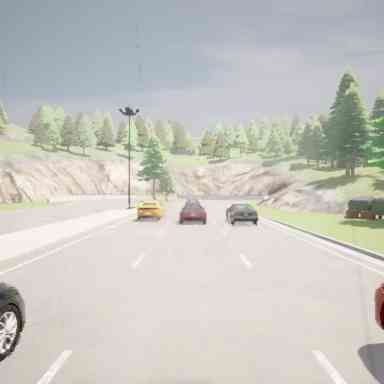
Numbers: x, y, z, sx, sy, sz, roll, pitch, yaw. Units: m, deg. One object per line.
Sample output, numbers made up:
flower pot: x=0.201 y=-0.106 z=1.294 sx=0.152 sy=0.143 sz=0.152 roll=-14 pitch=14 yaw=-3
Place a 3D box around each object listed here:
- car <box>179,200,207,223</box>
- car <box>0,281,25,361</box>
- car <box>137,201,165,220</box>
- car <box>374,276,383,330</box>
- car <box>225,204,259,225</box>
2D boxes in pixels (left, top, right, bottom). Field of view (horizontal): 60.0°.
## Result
car: x=0.081 y=1.564 z=25.408 sx=1.994 sy=1.385 sz=4.181 roll=0 pitch=0 yaw=0
car: x=-3.404 y=1.503 z=3.023 sx=1.837 sy=1.490 sz=4.892 roll=0 pitch=-1 yaw=0
car: x=-3.413 y=1.477 z=28.167 sx=1.882 sy=1.535 sz=5.008 roll=0 pitch=0 yaw=0
car: x=3.598 y=1.219 z=2.238 sx=2.150 sy=2.045 sz=5.566 roll=0 pitch=0 yaw=0
car: x=3.578 y=1.547 z=24.376 sx=2.033 sy=1.411 sz=5.357 roll=0 pitch=0 yaw=0
